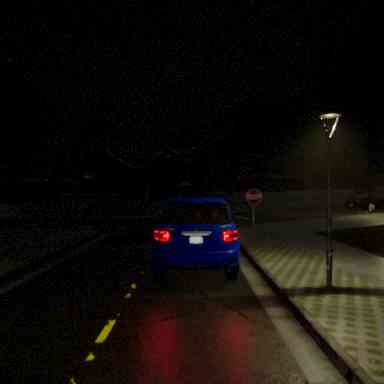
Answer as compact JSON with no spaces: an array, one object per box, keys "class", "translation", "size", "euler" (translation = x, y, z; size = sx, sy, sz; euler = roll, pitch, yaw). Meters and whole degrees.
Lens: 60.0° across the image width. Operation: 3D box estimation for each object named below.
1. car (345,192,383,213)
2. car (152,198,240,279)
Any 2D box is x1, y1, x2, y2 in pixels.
[{"class":"car","translation":[14.593,0.745,26.754],"size":[5.008,1.535,1.882],"euler":[-3,2,-24]},{"class":"car","translation":[0.097,1.179,10.057],"size":[2.150,2.045,5.566],"euler":[0,0,0]}]
